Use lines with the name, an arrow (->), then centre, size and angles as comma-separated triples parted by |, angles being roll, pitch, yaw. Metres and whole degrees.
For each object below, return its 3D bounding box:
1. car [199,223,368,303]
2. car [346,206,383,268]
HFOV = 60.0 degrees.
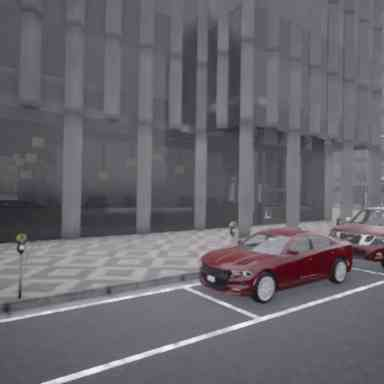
car -> 2.240, 1.612, 8.351 | 4.507, 1.381, 1.887 | 1, 0, -35
car -> 6.823, 1.441, 11.616 | 5.009, 1.841, 2.192 | 1, 0, -35
